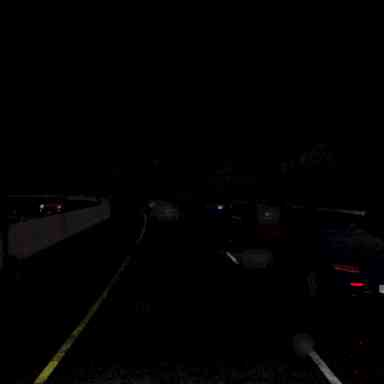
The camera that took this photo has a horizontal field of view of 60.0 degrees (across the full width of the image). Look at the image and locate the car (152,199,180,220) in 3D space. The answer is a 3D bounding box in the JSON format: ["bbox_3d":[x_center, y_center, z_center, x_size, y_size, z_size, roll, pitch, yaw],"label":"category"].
[{"bbox_3d":[-2.103,1.565,27.993,1.994,1.385,4.181,0,0,-8],"label":"car"}]

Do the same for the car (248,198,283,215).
[{"bbox_3d":[7.501,1.467,34.567,1.882,1.535,5.008,0,0,-9],"label":"car"}]

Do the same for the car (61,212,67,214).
[{"bbox_3d":[-13.684,1.369,33.255,2.097,1.767,4.553,0,0,-10],"label":"car"}]

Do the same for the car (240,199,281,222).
[{"bbox_3d":[5.210,1.518,26.332,1.812,1.442,4.674,0,0,-7],"label":"car"}]

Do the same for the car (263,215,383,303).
[{"bbox_3d":[3.315,1.521,8.104,1.812,1.442,4.674,0,0,-2],"label":"car"}]

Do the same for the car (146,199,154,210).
[{"bbox_3d":[-4.799,1.606,42.767,1.895,1.301,4.718,0,0,-13],"label":"car"}]

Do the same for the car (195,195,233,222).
[{"bbox_3d":[1.666,1.219,26.573,2.150,2.045,5.566,0,0,-8],"label":"car"}]

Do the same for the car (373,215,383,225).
[{"bbox_3d":[6.802,1.517,8.242,1.812,1.442,4.674,0,0,-2],"label":"car"}]

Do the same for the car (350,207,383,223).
[{"bbox_3d":[9.781,1.464,16.499,1.882,1.535,5.008,0,0,-5],"label":"car"}]
